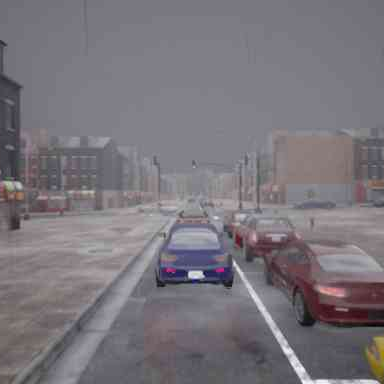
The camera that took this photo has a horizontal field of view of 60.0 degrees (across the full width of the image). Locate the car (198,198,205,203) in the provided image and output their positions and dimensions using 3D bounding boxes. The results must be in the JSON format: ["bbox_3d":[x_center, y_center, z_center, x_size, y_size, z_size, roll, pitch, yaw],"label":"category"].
[{"bbox_3d":[2.565,2.188,87.683,1.752,1.417,4.829,-1,-1,0],"label":"car"}]

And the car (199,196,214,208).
[{"bbox_3d":[2.589,1.797,55.101,1.967,1.590,4.097,-1,-1,0],"label":"car"}]

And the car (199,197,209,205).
[{"bbox_3d":[2.577,1.942,71.308,1.967,1.590,4.097,-1,-1,0],"label":"car"}]

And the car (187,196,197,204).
[{"bbox_3d":[-0.059,2.079,80.154,1.837,1.490,4.892,0,-1,0],"label":"car"}]

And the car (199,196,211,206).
[{"bbox_3d":[2.580,1.767,65.907,2.192,1.841,5.009,-1,-1,0],"label":"car"}]

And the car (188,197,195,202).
[{"bbox_3d":[-0.067,2.049,90.575,1.812,1.442,4.674,0,-1,0],"label":"car"}]

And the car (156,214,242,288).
[{"bbox_3d":[0.046,1.568,9.245,1.812,1.442,4.674,0,0,-1],"label":"car"}]

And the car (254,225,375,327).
[{"bbox_3d":[2.629,1.613,6.825,1.802,1.307,4.206,0,0,0],"label":"car"}]

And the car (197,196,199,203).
[{"bbox_3d":[2.584,1.719,60.504,2.192,1.841,5.009,-1,-1,0],"label":"car"}]

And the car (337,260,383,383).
[{"bbox_3d":[2.634,1.532,1.528,1.752,1.417,4.829,0,0,0],"label":"car"}]

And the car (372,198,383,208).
[{"bbox_3d":[23.344,1.043,38.305,4.892,1.490,1.837,-1,0,0],"label":"car"}]

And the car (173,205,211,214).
[{"bbox_3d":[0.081,1.702,20.292,1.895,1.301,4.718,0,0,0],"label":"car"}]

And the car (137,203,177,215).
[{"bbox_3d":[-4.063,1.875,37.865,4.718,1.301,1.895,-1,0,33],"label":"car"}]

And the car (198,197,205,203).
[{"bbox_3d":[2.561,2.244,93.085,1.752,1.417,4.829,-1,-1,0],"label":"car"}]

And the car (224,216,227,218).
[{"bbox_3d":[2.621,1.669,17.758,1.802,1.307,4.206,0,0,0],"label":"car"}]

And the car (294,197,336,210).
[{"bbox_3d":[14.115,1.303,38.277,4.674,1.442,1.812,-1,0,1],"label":"car"}]

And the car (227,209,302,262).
[{"bbox_3d":[2.625,1.498,12.292,1.967,1.590,4.097,0,0,0],"label":"car"}]
